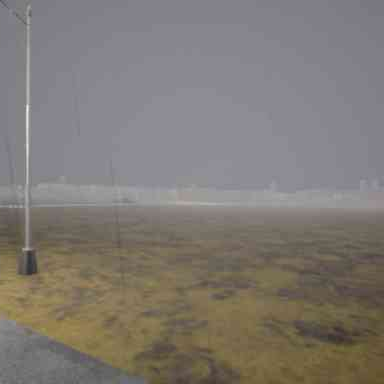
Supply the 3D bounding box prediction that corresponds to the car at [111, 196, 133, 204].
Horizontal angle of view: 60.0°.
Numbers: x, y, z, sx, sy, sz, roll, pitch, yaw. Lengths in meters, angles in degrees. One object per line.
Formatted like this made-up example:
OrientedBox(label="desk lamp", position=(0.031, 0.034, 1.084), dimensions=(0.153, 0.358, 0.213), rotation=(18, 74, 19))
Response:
OrientedBox(label="car", position=(-13.822, 1.669, 66.146), dimensions=(1.837, 1.490, 4.892), rotation=(0, -1, 36))
